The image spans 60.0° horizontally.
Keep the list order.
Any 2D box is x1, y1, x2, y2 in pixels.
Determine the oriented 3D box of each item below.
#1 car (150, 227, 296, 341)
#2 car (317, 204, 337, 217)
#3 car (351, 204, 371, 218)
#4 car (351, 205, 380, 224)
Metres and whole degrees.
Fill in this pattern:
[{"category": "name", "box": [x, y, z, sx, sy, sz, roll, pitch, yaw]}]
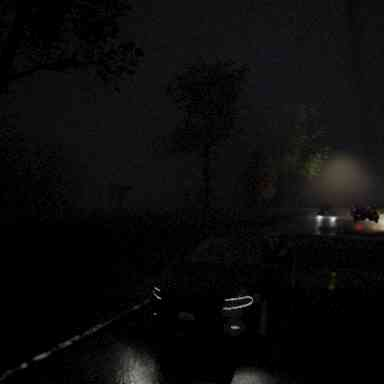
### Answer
[{"category": "car", "box": [0.984, 1.574, 7.084, 1.882, 1.535, 5.008, 0, -1, 25]}, {"category": "car", "box": [16.252, 2.125, 39.977, 1.812, 1.442, 4.674, 0, -1, 25]}, {"category": "car", "box": [19.684, 2.166, 38.857, 1.994, 1.385, 4.181, 0, -1, 25]}, {"category": "car", "box": [15.525, 2.061, 29.751, 1.895, 1.301, 4.718, 0, -1, 25]}]
